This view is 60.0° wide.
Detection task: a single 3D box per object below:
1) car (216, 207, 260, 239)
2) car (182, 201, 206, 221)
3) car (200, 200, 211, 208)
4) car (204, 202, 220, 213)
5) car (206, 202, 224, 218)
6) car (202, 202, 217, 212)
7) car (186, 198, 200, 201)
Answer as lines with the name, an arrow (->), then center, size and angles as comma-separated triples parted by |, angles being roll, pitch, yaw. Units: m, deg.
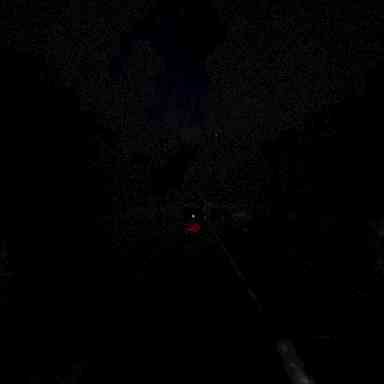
car -> 2.642, 1.773, 18.691 | 1.887, 1.381, 4.507 | -1, -1, 0
car -> 0.123, 1.896, 31.531 | 1.837, 1.490, 4.892 | 0, -1, 0
car -> 2.686, 2.435, 67.345 | 1.887, 1.381, 4.507 | -1, -1, 0
car -> 2.666, 2.127, 45.722 | 1.887, 1.381, 4.507 | -1, -1, 0
car -> 2.657, 2.002, 34.909 | 1.947, 1.339, 4.313 | -1, -1, 0
car -> 2.671, 2.208, 51.127 | 2.008, 1.369, 4.403 | -1, -1, 0
car -> 0.114, 1.749, 41.686 | 2.150, 2.045, 5.566 | 0, -1, 2
